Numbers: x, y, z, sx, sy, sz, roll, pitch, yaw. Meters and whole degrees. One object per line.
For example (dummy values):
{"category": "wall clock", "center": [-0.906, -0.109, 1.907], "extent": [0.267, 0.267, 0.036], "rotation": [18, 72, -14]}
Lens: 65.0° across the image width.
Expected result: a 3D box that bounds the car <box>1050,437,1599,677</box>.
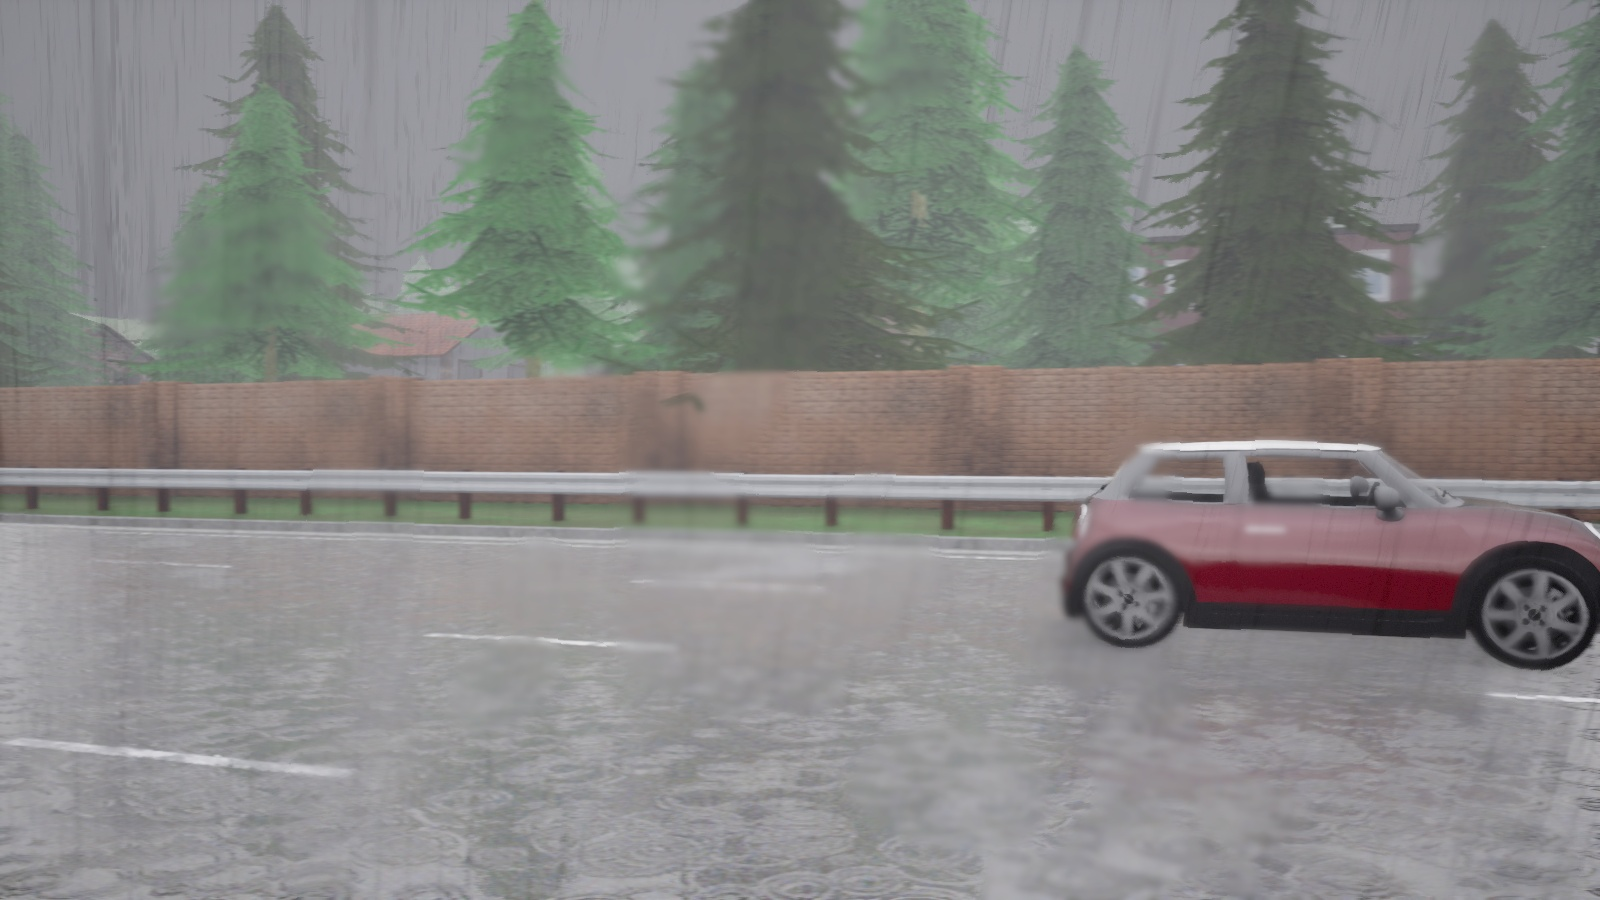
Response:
{"category": "car", "center": [3.906, 0.658, 9.264], "extent": [3.806, 1.475, 1.970], "rotation": [1, 1, 19]}
